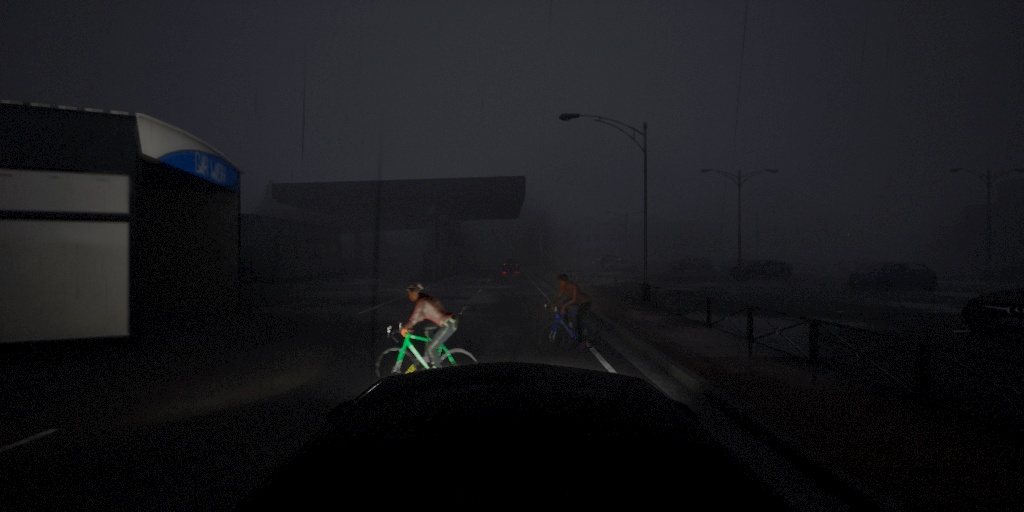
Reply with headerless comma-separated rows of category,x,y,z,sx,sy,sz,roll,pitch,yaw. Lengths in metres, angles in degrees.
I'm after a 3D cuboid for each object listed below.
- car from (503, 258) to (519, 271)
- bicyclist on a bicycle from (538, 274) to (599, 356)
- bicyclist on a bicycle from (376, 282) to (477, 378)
car,-0.163,1.121,48.303,2.097,1.767,4.553,0,0,0
bicyclist on a bicycle,1.186,1.187,7.379,1.656,1.620,0.582,-1,0,-32
bicyclist on a bicycle,-1.234,1.206,5.165,1.656,1.620,0.582,-2,0,12
